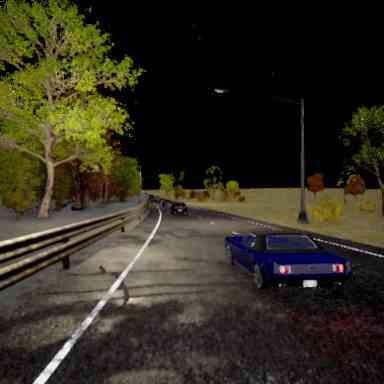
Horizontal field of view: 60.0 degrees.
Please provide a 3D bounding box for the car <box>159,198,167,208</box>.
[{"bbox_3d":[-4.760,2.249,63.636,1.837,1.490,4.892,0,-1,-7],"label":"car"}]

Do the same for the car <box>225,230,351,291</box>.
[{"bbox_3d":[2.276,1.718,9.401,1.895,1.301,4.718,0,-1,-7],"label":"car"}]

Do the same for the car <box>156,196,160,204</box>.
[{"bbox_3d":[-7.881,2.474,87.776,1.812,1.442,4.674,0,-1,-7],"label":"car"}]

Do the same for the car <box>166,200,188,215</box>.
[{"bbox_3d":[-1.665,1.950,39.809,1.882,1.535,5.008,0,-1,-7],"label":"car"}]
